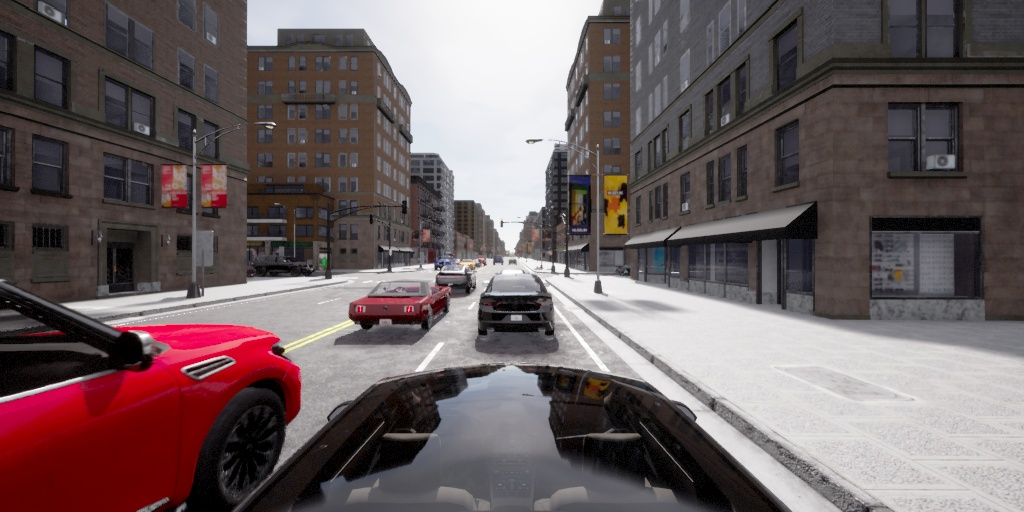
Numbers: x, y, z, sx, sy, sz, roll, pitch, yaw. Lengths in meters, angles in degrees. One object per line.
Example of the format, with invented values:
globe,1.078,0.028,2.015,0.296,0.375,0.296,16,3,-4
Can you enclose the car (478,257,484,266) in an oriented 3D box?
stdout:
car,-6.464,1.303,61.560,1.994,1.385,4.181,0,0,0

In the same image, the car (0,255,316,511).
car,-3.150,0.973,1.137,2.150,2.045,5.566,0,0,0

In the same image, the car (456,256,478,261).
car,-6.500,1.221,52.495,1.882,1.535,5.008,0,0,0

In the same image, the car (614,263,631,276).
car,13.305,1.278,37.789,4.902,1.511,2.128,0,0,0

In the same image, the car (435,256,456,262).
car,-9.744,0.965,52.117,2.150,2.045,5.566,0,0,0

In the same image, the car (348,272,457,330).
car,-3.132,1.351,11.134,1.895,1.301,4.718,0,0,0

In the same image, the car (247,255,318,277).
car,-22.125,0.963,34.740,5.566,2.045,2.150,0,0,0

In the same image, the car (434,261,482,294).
car,-3.110,1.240,20.393,2.128,1.511,4.902,0,0,0

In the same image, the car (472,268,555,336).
car,0.111,1.227,10.478,1.882,1.535,5.008,0,0,0
